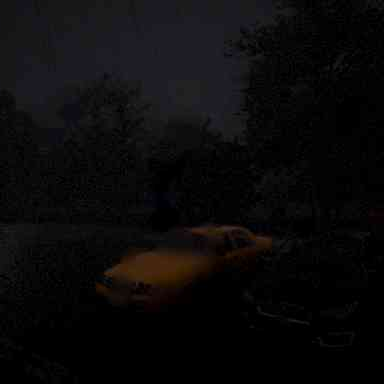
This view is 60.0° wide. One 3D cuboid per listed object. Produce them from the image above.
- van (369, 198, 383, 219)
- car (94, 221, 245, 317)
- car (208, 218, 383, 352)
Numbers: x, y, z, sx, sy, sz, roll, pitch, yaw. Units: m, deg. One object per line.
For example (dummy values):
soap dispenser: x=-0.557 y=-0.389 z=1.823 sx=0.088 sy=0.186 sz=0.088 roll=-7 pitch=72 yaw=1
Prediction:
van: x=10.368 y=1.247 z=17.086 sx=1.878 sy=1.987 sz=4.442 roll=-1 pitch=0 yaw=36
car: x=0.254 y=1.504 z=7.864 sx=1.946 sy=1.575 sz=5.366 roll=-1 pitch=0 yaw=36
car: x=2.618 y=1.476 z=6.410 sx=2.231 sy=1.521 sz=4.892 roll=-1 pitch=0 yaw=36
